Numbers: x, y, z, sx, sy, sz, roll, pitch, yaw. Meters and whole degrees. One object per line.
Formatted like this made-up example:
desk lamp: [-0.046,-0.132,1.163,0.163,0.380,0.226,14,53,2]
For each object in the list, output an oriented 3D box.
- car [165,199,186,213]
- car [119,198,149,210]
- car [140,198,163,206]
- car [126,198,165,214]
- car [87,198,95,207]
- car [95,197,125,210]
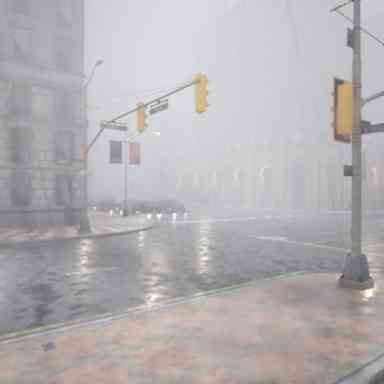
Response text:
car: [-2.612,1.606,39.347,1.837,1.490,4.892,0,0,-36]
car: [-8.303,1.648,47.289,2.033,1.411,5.357,0,0,-35]
car: [-7.112,1.737,58.063,1.895,1.301,4.718,0,0,-35]
car: [-5.172,1.648,36.912,1.994,1.385,4.181,0,0,-36]
car: [-17.131,1.631,53.742,2.033,1.411,5.357,0,0,-35]
car: [-11.119,1.684,45.202,1.895,1.301,4.718,0,0,-35]
